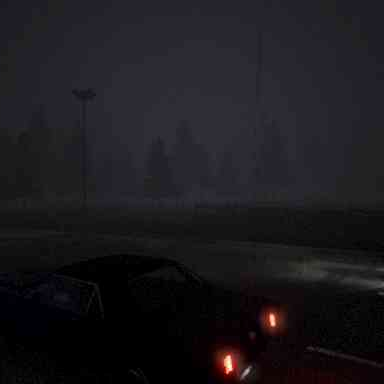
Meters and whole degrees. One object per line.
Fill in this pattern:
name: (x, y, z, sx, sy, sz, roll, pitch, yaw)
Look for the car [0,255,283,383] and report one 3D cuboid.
car: (-1.291, 1.607, 4.754, 4.718, 1.301, 1.895, 0, 0, 32)
